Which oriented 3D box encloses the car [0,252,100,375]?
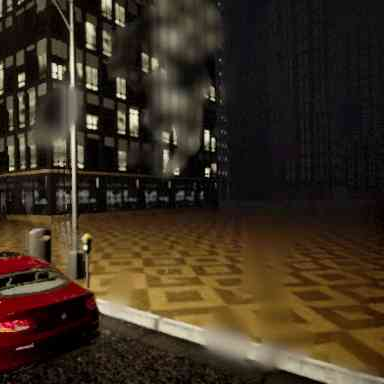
[{"bbox_3d":[-3.187,1.610,5.161,4.206,1.307,1.802,0,-1,36],"label":"car"}]
